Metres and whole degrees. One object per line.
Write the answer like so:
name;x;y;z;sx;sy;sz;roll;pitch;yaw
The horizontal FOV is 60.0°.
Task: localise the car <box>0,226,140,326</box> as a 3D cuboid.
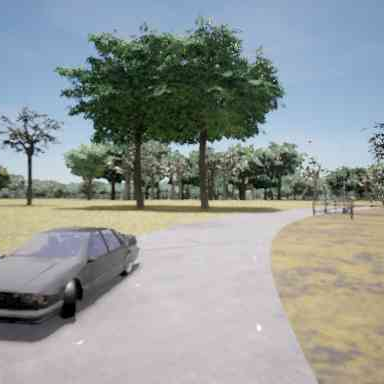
car;-2.739;1.535;7.655;2.033;1.411;5.357;0;0;8
